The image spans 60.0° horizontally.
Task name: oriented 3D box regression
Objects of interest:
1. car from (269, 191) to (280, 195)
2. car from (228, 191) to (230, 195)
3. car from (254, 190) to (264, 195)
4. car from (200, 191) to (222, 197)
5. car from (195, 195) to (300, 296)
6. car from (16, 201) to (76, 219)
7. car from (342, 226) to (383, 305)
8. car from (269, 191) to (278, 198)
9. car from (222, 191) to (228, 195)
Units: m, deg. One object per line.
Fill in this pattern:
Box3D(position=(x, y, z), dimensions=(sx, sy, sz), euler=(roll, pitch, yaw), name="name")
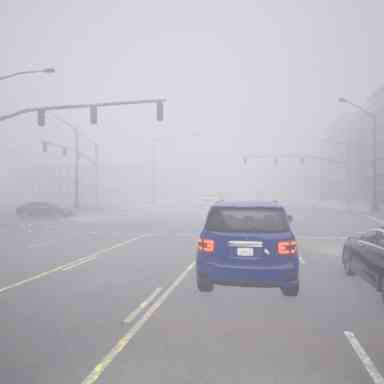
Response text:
Box3D(position=(18.732, 0.880, 74.962), dimensions=(2.128, 1.511, 4.902), euler=(0, 1, 11), name="car")
Box3D(position=(6.615, 0.741, 67.889), dimensions=(2.150, 2.045, 5.566), euler=(0, 1, 12), name="car")
Box3D(position=(15.261, 0.904, 75.459), dimensions=(1.994, 1.385, 4.181), euler=(0, 1, 11), name="car")
Box3D(position=(2.489, 1.079, 47.462), dimensions=(2.150, 2.045, 5.566), euler=(0, 1, 11), name="car")
Box3D(position=(1.511, 1.221, 8.911), dimensions=(2.150, 2.045, 5.566), euler=(0, 0, 11), name="car")
Box3D(position=(-12.382, 1.505, 28.259), dimensions=(4.892, 1.490, 1.837), euler=(0, 0, 7), name="car")
Box3D(position=(4.779, 1.491, 7.389), dimensions=(2.128, 1.511, 4.902), euler=(0, 0, 11), name="car")
Box3D(position=(20.711, 0.552, 84.965), dimensions=(2.097, 1.767, 4.553), euler=(0, 1, 11), name="car")
Box3D(position=(4.515, 0.925, 57.649), dimensions=(2.150, 2.045, 5.566), euler=(0, 1, 11), name="car")
